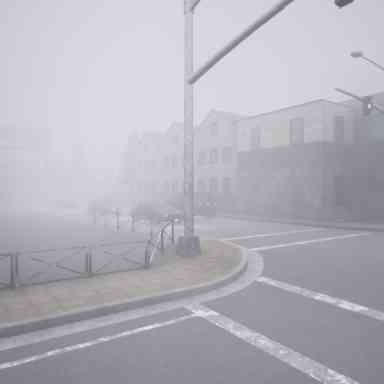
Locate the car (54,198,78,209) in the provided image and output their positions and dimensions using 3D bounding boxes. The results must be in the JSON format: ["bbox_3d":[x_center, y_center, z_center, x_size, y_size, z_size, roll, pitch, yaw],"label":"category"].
[{"bbox_3d":[-15.939,1.425,41.981,1.895,1.301,4.718,0,0,-35],"label":"car"}]

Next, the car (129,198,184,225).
[{"bbox_3d":[-2.507,1.371,22.909,2.033,1.411,5.357,0,0,-35],"label":"car"}]

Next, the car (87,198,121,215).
[{"bbox_3d":[-8.253,1.315,31.027,2.128,1.511,4.902,0,0,-35],"label":"car"}]

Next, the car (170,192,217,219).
[{"bbox_3d":[-0.386,1.045,26.315,2.150,2.045,5.566,0,0,-35],"label":"car"}]
